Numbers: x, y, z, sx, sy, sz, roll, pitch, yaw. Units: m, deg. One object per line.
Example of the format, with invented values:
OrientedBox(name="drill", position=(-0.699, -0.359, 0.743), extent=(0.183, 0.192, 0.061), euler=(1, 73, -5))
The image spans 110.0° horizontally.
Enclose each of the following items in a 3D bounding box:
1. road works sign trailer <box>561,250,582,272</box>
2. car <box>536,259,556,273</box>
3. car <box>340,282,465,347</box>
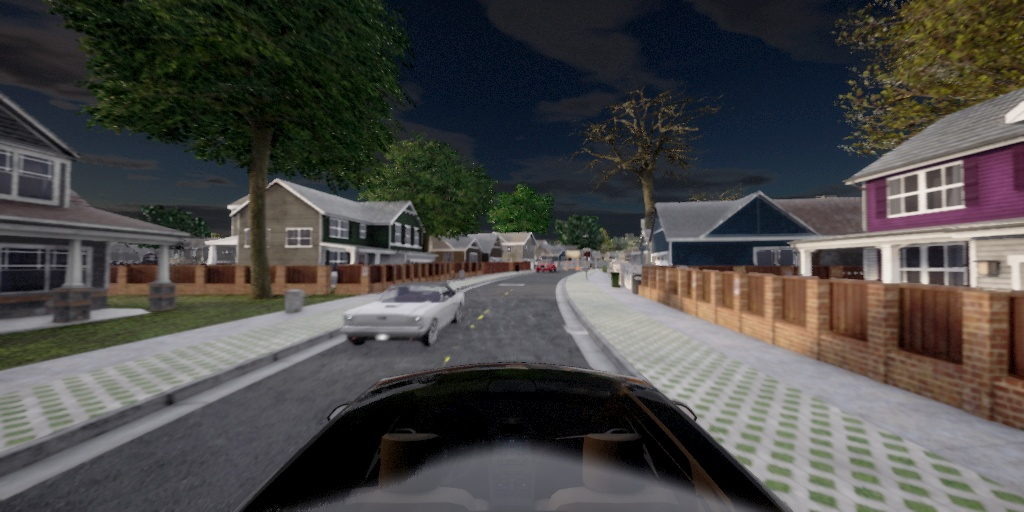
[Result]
OrientedBox(name="road works sign trailer", position=(10.008, 0.760, 58.840), extent=(2.380, 3.560, 2.880), euler=(0, 0, 22))
OrientedBox(name="car", position=(5.061, 1.444, 52.535), extent=(2.150, 2.045, 5.566), euler=(0, -1, 18))
OrientedBox(name="car", position=(-2.584, 1.394, 9.624), extent=(1.895, 1.301, 4.718), euler=(0, 0, 3))
